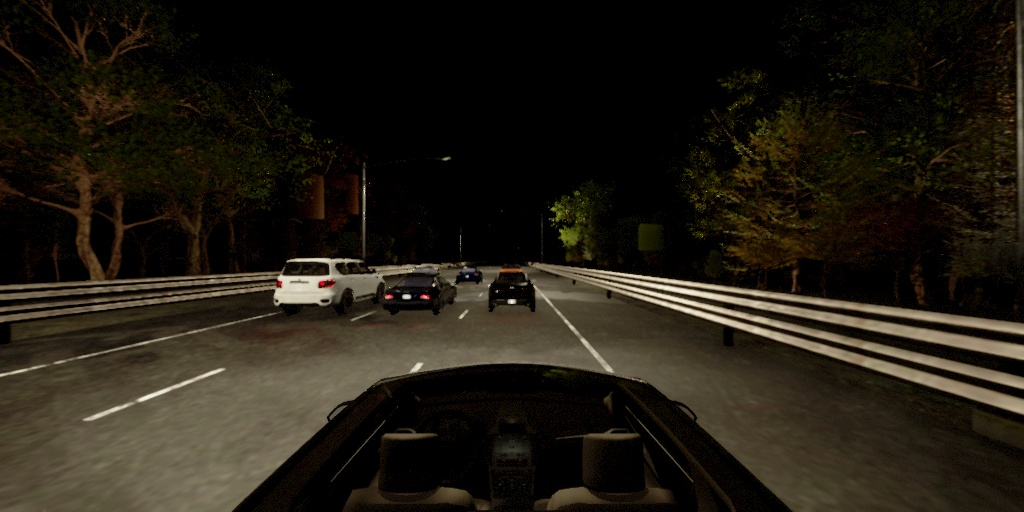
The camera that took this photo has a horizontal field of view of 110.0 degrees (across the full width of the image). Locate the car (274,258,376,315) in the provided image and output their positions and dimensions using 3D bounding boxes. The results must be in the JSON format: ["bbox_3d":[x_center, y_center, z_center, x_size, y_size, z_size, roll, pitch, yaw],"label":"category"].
[{"bbox_3d":[-6.998,1.115,14.488,2.150,2.045,5.566,0,0,0],"label":"car"}]

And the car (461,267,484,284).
[{"bbox_3d":[-3.542,1.628,30.510,1.994,1.385,4.181,0,-1,0],"label":"car"}]

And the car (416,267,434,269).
[{"bbox_3d":[-7.050,1.599,29.437,2.033,1.411,5.357,0,-1,0],"label":"car"}]

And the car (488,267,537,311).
[{"bbox_3d":[0.011,1.407,15.411,1.837,1.490,4.892,0,0,0],"label":"car"}]

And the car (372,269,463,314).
[{"bbox_3d":[-3.498,1.437,14.444,2.033,1.411,5.357,0,-1,0],"label":"car"}]

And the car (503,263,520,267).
[{"bbox_3d":[-0.042,1.413,30.368,2.097,1.767,4.553,0,-1,0],"label":"car"}]
